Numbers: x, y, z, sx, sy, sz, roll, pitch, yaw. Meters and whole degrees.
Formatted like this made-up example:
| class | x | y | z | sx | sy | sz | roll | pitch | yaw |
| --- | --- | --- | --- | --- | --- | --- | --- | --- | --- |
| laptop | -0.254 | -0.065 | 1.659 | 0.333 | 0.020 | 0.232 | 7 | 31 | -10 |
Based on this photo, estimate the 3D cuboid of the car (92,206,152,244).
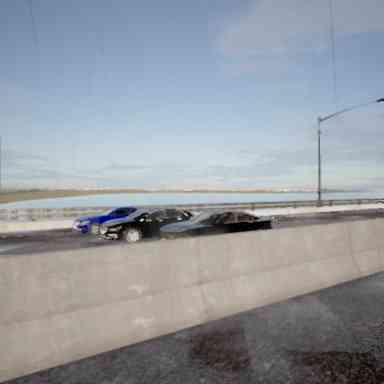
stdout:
| class | x | y | z | sx | sy | sz | roll | pitch | yaw |
| --- | --- | --- | --- | --- | --- | --- | --- | --- | --- |
| car | -1.822 | 1.477 | 15.570 | 4.892 | 1.490 | 1.837 | 0 | 0 | -35 |

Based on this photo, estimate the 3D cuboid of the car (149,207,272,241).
| class | x | y | z | sx | sy | sz | roll | pitch | yaw |
| --- | --- | --- | --- | --- | --- | --- | --- | --- | --- |
| car | 1.058 | 1.447 | 13.321 | 5.008 | 1.535 | 1.882 | 0 | 0 | -35 |

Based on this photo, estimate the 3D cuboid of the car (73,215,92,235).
| class | x | y | z | sx | sy | sz | roll | pitch | yaw |
| --- | --- | --- | --- | --- | --- | --- | --- | --- | --- |
| car | -4.068 | 1.498 | 18.251 | 4.674 | 1.442 | 1.812 | 0 | 0 | -35 |
